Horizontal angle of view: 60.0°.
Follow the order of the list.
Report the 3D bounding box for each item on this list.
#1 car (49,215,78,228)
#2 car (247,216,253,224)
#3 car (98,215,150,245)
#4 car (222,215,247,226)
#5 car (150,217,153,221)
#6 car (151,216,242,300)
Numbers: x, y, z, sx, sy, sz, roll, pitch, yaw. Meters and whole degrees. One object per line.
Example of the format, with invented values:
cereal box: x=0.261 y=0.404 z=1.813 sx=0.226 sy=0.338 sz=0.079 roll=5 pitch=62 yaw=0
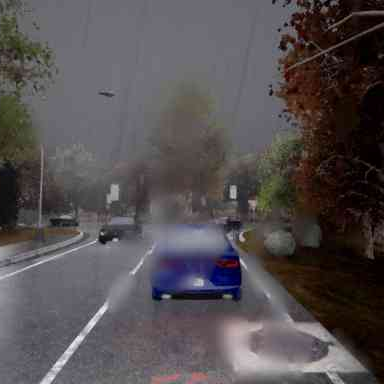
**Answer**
car: x=-14.965 y=3.381 z=38.633 sx=1.882 sy=1.535 sz=5.008 roll=3 pitch=-5 yaw=-42
car: x=9.151 y=5.058 z=61.073 sx=1.837 sy=1.490 sz=4.892 roll=5 pitch=-7 yaw=-39
car: x=-3.777 y=2.056 z=18.594 sx=2.033 sy=1.411 sz=5.357 roll=0 pitch=-3 yaw=-3
car: x=3.248 y=2.905 z=31.268 sx=2.033 sy=1.411 sz=5.357 roll=-2 pitch=-5 yaw=24
car: x=-10.248 y=5.220 z=65.080 sx=5.357 sy=1.411 sz=2.033 roll=2 pitch=-5 yaw=-23
car: x=0.109 y=1.599 z=8.667 sx=1.882 sy=1.535 sz=5.008 roll=0 pitch=-1 yaw=0
